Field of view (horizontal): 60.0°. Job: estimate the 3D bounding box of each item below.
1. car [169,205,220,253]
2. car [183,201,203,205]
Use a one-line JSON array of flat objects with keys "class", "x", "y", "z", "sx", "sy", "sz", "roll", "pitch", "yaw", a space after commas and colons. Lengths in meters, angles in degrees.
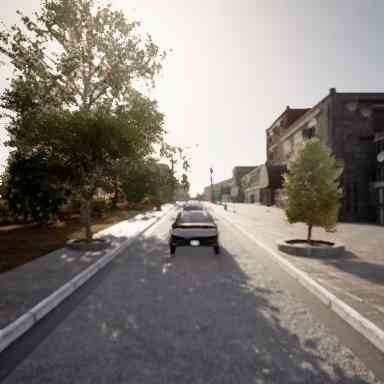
[{"class": "car", "x": 0.098, "y": 1.512, "z": 13.713, "sx": 2.128, "sy": 1.511, "sz": 4.902, "roll": 0, "pitch": 0, "yaw": 0}, {"class": "car", "x": 0.093, "y": 1.568, "z": 31.405, "sx": 1.812, "sy": 1.442, "sz": 4.674, "roll": 0, "pitch": 0, "yaw": 0}]
